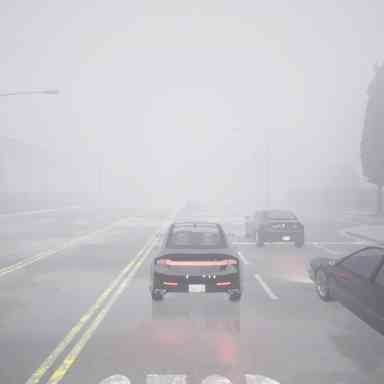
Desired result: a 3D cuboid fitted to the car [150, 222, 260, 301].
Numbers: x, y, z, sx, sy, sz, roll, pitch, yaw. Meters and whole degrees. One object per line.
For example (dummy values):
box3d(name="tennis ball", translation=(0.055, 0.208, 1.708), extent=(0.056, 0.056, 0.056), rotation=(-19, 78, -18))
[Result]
box3d(name="car", translation=(0.083, 1.492, 8.313), extent=(2.128, 1.511, 4.902), rotation=(0, 0, 0))

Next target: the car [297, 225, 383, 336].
box3d(name="car", translation=(3.589, 1.547, 5.267), extent=(2.033, 1.411, 5.357), rotation=(0, 0, 0))

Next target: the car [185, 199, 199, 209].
box3d(name="car", translation=(0.010, 1.601, 44.132), extent=(1.895, 1.301, 4.718), rotation=(0, 0, 0))

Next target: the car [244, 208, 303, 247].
box3d(name="car", translation=(3.568, 1.505, 15.014), extent=(1.837, 1.490, 4.892), rotation=(0, 0, 0))
